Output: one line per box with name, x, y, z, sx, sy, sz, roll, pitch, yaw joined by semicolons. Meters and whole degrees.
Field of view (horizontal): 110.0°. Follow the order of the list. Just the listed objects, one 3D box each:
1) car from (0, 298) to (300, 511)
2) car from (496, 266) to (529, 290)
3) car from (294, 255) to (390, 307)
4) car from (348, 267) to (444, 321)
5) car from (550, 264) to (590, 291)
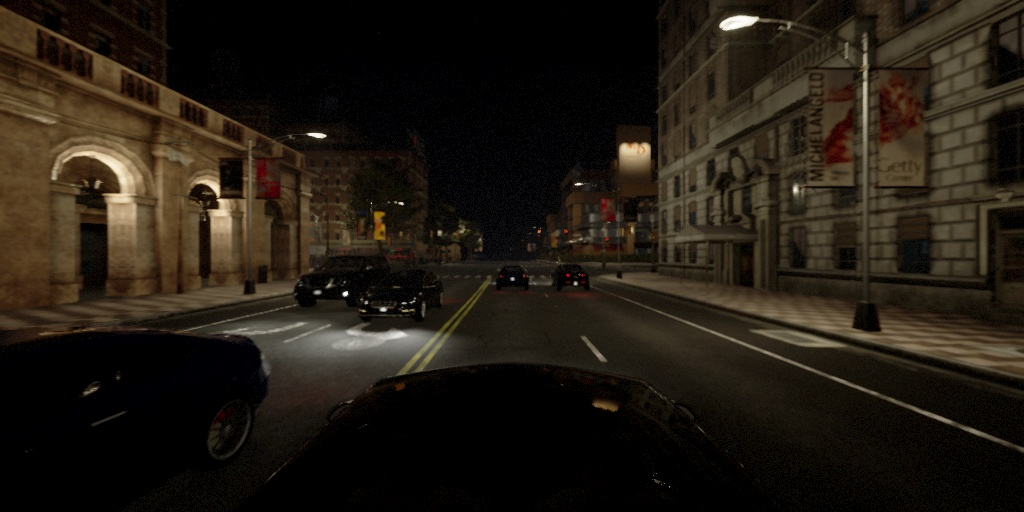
car;-3.598;1.276;2.164;1.812;1.442;4.674;0;0;0
car;0.019;1.298;22.571;1.994;1.385;4.181;0;0;-1
car;-7.014;0.964;15.691;2.150;2.045;5.566;0;0;0
car;-3.606;1.248;12.465;1.837;1.490;4.892;0;0;0
car;3.469;1.240;21.894;1.837;1.490;4.892;0;0;0
